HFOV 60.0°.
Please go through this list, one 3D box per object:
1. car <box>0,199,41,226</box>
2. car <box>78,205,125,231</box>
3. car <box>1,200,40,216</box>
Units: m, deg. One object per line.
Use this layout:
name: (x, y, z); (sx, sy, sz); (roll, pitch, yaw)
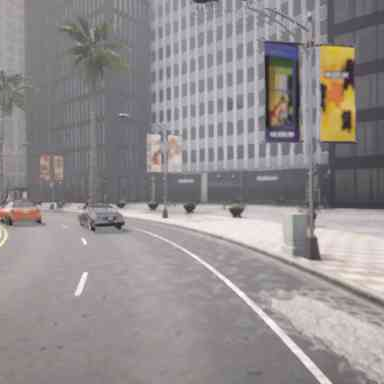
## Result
car: (-12.733, 1.397, 24.578); (2.097, 1.767, 4.553); (-1, 0, -37)
car: (-5.763, 1.539, 20.743); (2.033, 1.411, 5.357); (-1, 0, -29)
car: (-17.669, 1.568, 34.226); (4.892, 1.490, 1.837); (0, 0, 40)
